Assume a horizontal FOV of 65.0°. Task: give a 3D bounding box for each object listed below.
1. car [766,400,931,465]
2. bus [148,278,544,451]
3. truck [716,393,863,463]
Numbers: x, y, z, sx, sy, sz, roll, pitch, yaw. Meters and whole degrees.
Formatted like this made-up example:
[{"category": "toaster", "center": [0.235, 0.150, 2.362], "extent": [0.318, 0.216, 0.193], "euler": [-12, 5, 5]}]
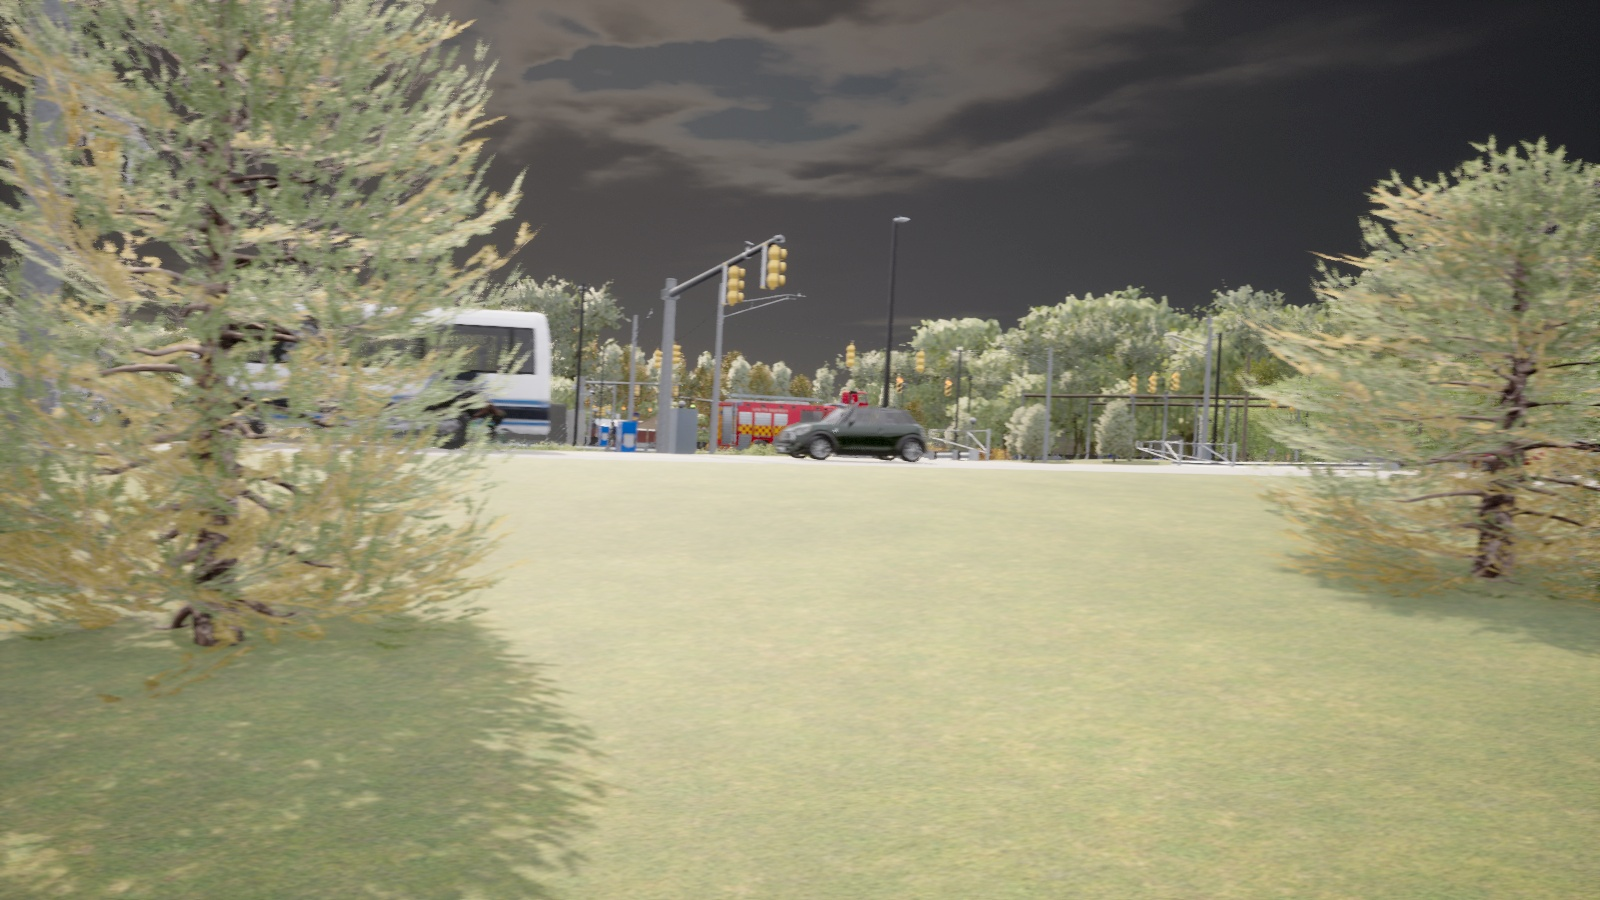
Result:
[{"category": "car", "center": [1.479, -0.533, 38.676], "extent": [4.553, 1.767, 2.097], "euler": [2, 1, -20]}, {"category": "bus", "center": [-13.098, -2.313, 36.962], "extent": [10.273, 4.253, 3.944], "euler": [2, 1, -20]}, {"category": "truck", "center": [-0.609, -1.315, 76.471], "extent": [8.468, 3.827, 2.891], "euler": [2, 1, -30]}]
